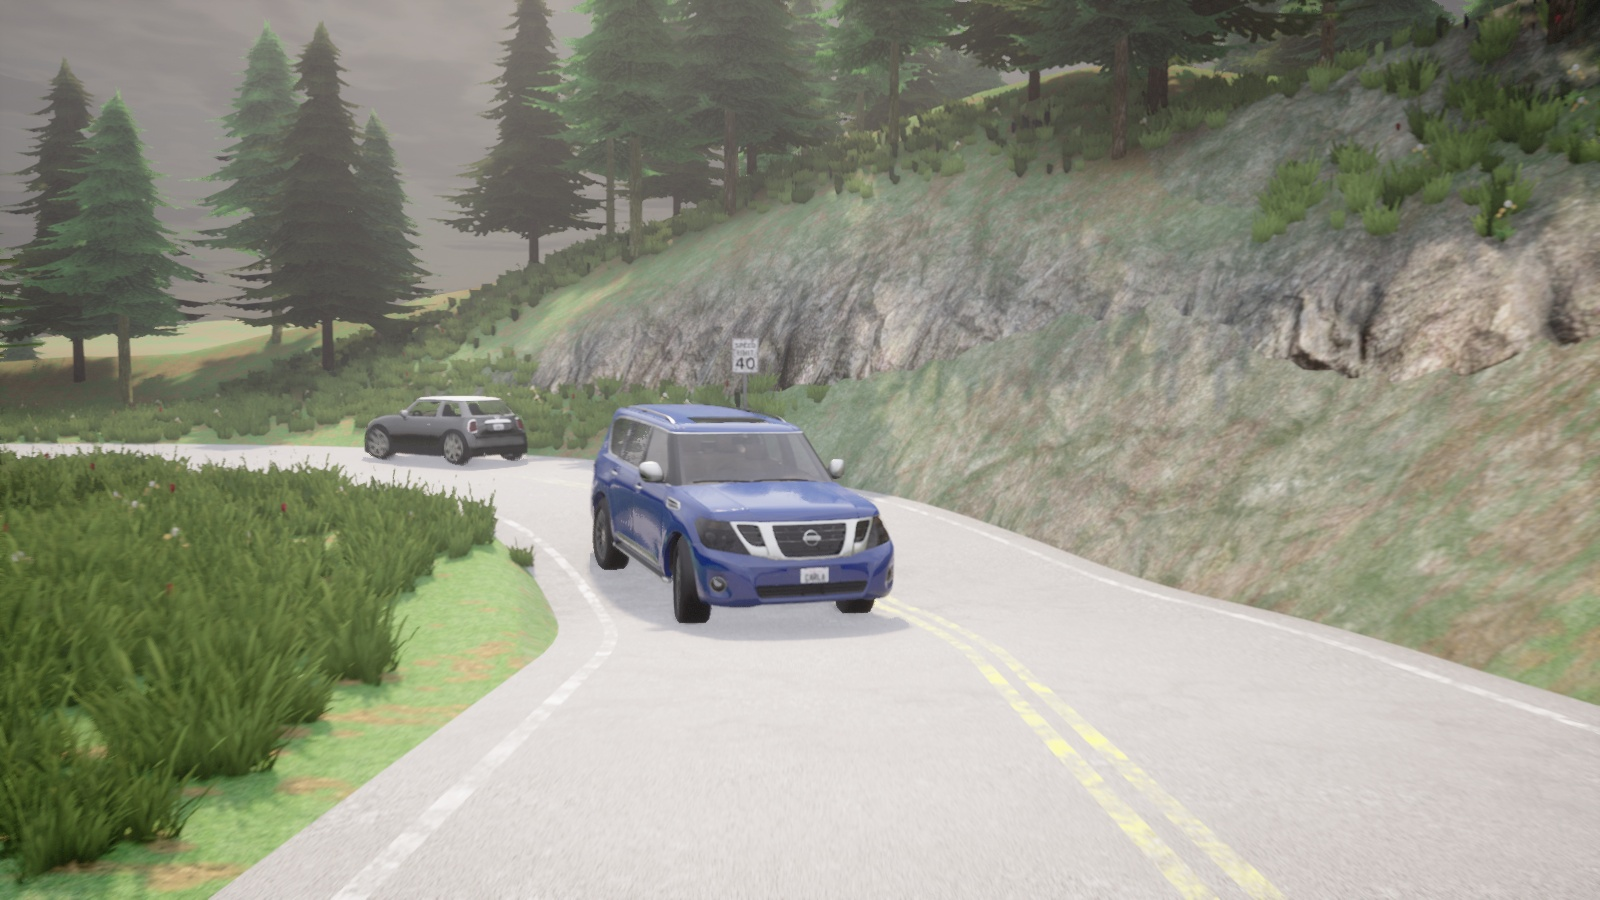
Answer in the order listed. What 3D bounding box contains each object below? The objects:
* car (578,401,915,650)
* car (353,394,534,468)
[{"bbox_3d":[-0.931,0.606,14.789,2.150,2.045,5.566,-1,6,-23],"label":"car"},{"bbox_3d":[-8.192,-0.485,28.801,3.806,1.475,1.970,3,5,34],"label":"car"}]
